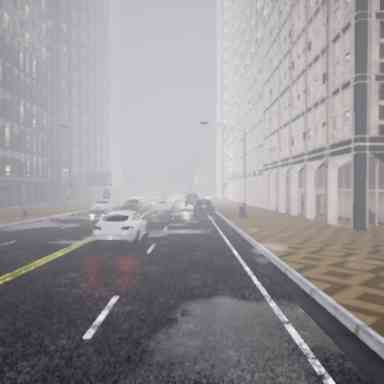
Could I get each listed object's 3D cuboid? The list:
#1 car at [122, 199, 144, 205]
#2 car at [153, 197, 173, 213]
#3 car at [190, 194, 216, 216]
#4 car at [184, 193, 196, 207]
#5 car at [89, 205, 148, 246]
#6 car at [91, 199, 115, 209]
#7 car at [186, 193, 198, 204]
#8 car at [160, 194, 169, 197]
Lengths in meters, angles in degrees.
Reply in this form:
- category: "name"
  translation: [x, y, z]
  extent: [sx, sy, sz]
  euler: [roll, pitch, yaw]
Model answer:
- category: "car"
  translation: [-6.593, 1.509, 37.174]
  extent: [1.882, 1.535, 5.008]
  euler: [0, 0, 0]
- category: "car"
  translation: [-3.161, 1.557, 36.778]
  extent: [1.812, 1.442, 4.674]
  euler: [0, 0, 0]
- category: "car"
  translation: [1.126, 1.380, 32.499]
  extent: [2.097, 1.767, 4.553]
  euler: [0, 0, 0]
- category: "car"
  translation: [-0.016, 1.260, 50.843]
  extent: [2.150, 2.045, 5.566]
  euler: [0, 0, 0]
- category: "car"
  translation: [-3.155, 1.541, 15.177]
  extent: [1.812, 1.442, 4.674]
  euler: [0, 0, 0]
- category: "car"
  translation: [-9.842, 1.557, 37.161]
  extent: [1.812, 1.442, 4.674]
  euler: [0, 0, 0]
- category: "car"
  translation: [-0.020, 1.210, 66.132]
  extent: [2.150, 2.045, 5.566]
  euler: [0, 0, 0]
- category: "car"
  translation: [-6.525, 1.133, 78.414]
  extent: [1.882, 1.535, 5.008]
  euler: [0, 0, 0]
